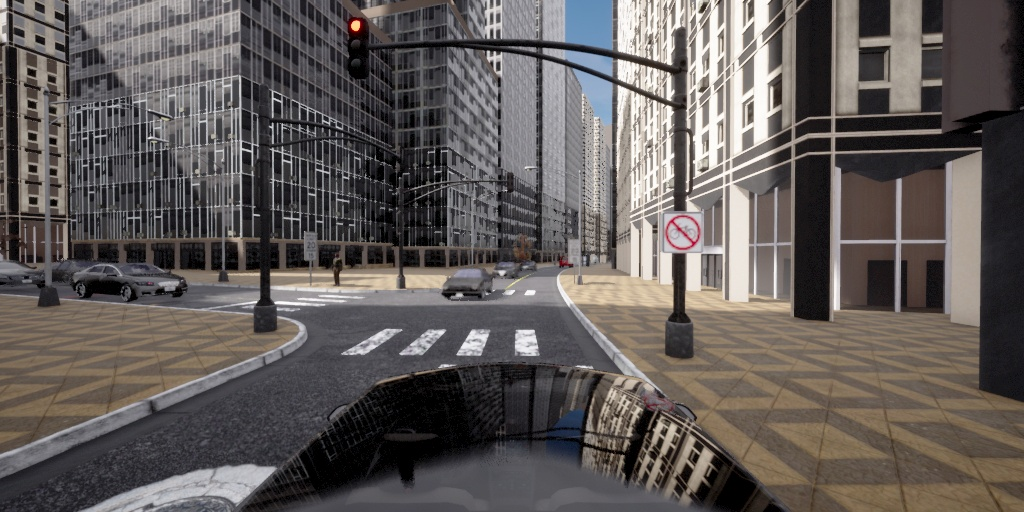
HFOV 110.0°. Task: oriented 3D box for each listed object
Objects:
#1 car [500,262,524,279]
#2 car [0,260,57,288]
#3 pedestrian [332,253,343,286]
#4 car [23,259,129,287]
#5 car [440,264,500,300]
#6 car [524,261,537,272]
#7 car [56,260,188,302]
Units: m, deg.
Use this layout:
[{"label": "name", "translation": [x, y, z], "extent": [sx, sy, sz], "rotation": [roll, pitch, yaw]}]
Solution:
[{"label": "car", "translation": [-0.508, 1.291, 32.738], "extent": [2.128, 1.511, 4.902], "rotation": [0, 0, 8]}, {"label": "car", "translation": [-25.926, 0.941, 18.180], "extent": [4.674, 1.442, 1.812], "rotation": [1, 1, 17]}, {"label": "pedestrian", "translation": [-9.518, 0.716, 19.477], "extent": [0.375, 1.860, 0.375], "rotation": [0, 0, 16]}, {"label": "car", "translation": [-25.767, 0.927, 21.200], "extent": [5.357, 1.411, 2.033], "rotation": [1, 1, 16]}, {"label": "car", "translation": [-2.080, 1.308, 18.282], "extent": [2.033, 1.411, 5.357], "rotation": [0, 0, 5]}, {"label": "car", "translation": [2.218, 1.366, 48.463], "extent": [2.128, 1.511, 4.902], "rotation": [0, 0, 12]}, {"label": "car", "translation": [-16.366, 1.043, 15.381], "extent": [4.902, 1.511, 2.128], "rotation": [1, 1, 16]}]
